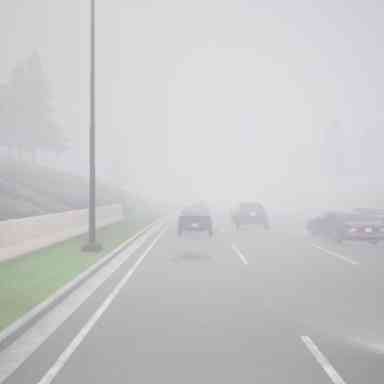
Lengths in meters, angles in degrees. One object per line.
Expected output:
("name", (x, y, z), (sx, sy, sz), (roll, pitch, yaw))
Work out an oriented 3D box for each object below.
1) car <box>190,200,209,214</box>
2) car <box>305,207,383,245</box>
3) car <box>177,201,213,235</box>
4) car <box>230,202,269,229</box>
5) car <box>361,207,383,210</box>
("car", (0.920, 1.699, 38.270), (1.994, 1.385, 4.181), (0, 0, 3))
("car", (7.140, 1.606, 15.916), (2.033, 1.411, 5.357), (0, 0, 1))
("car", (0.196, 1.547, 19.445), (1.882, 1.535, 5.008), (0, 0, 1))
("car", (3.774, 1.432, 22.497), (2.097, 1.767, 4.553), (0, 0, 1))
("car", (10.704, 1.622, 20.241), (2.033, 1.411, 5.357), (0, 0, 1))
